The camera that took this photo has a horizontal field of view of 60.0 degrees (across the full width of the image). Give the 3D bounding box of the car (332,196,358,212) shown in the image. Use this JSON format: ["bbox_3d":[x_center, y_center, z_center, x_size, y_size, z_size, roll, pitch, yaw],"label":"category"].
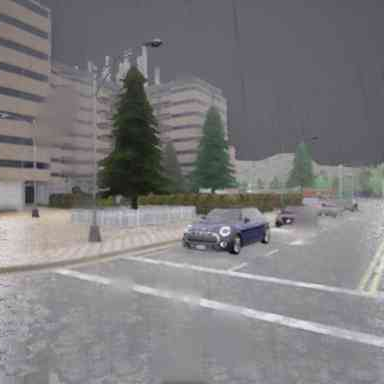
[{"bbox_3d":[18.227,1.562,39.157,1.837,1.490,4.892,0,0,34],"label":"car"}]

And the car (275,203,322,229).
[{"bbox_3d":[6.955,1.595,21.986,1.994,1.385,4.181,0,0,33],"label":"car"}]

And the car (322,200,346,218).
[{"bbox_3d":[12.507,1.645,30.469,1.895,1.301,4.718,0,0,33],"label":"car"}]

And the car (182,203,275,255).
[{"bbox_3d":[1.522,1.371,13.654,2.097,1.767,4.553,0,0,33],"label":"car"}]
